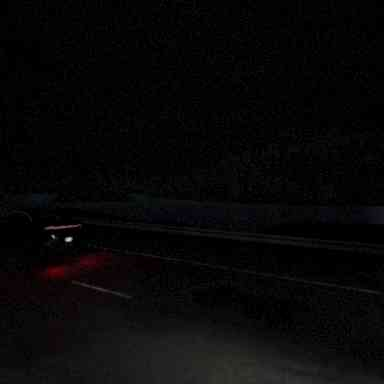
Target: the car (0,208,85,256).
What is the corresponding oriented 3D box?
[{"bbox_3d":[-6.141,1.367,12.661,4.902,1.511,2.128,1,0,35],"label":"car"}]
